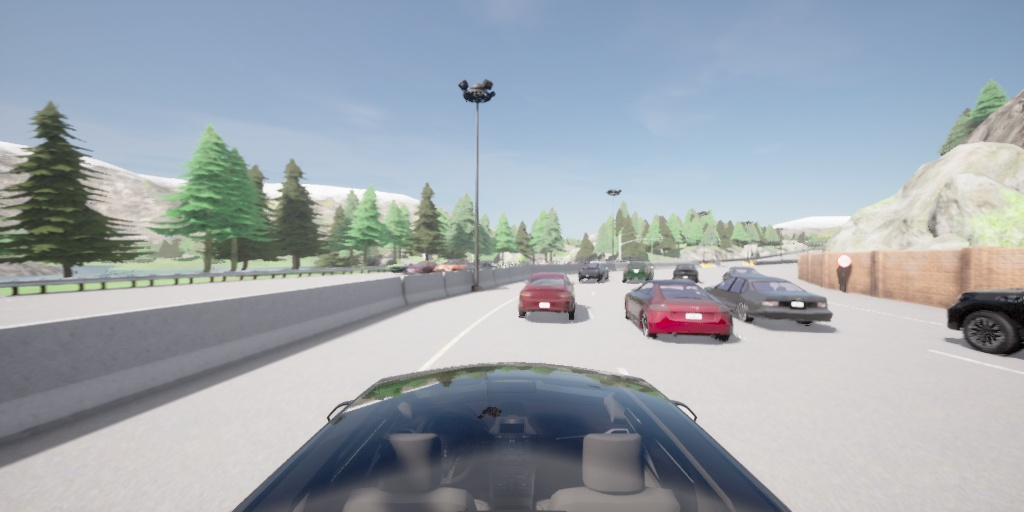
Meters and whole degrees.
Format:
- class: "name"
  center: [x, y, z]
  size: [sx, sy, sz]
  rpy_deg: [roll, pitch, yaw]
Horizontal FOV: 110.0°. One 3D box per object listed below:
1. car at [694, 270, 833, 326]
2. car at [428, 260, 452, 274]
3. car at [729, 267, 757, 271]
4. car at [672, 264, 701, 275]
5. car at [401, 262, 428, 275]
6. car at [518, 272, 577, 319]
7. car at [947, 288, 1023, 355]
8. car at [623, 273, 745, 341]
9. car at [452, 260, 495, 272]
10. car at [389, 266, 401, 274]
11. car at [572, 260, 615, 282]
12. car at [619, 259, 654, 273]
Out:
- class: "car"
  center: [8.206, 1.370, 12.182]
  size: [2.033, 1.411, 5.357]
  rpy_deg: [0, 0, 11]
- class: "car"
  center: [-5.898, 1.163, 36.167]
  size: [2.097, 1.767, 4.553]
  rpy_deg: [0, 0, 27]
- class: "car"
  center: [15.617, 1.443, 24.344]
  size: [2.033, 1.411, 5.357]
  rpy_deg: [0, 0, 24]
- class: "car"
  center: [14.405, 1.408, 29.629]
  size: [1.837, 1.490, 4.892]
  rpy_deg: [0, 0, 27]
- class: "car"
  center: [-9.080, 1.323, 37.663]
  size: [1.812, 1.442, 4.674]
  rpy_deg: [0, 0, 26]
- class: "car"
  center: [1.350, 1.313, 12.972]
  size: [1.812, 1.442, 4.674]
  rpy_deg: [0, 0, 9]
- class: "car"
  center: [10.891, 1.044, 5.719]
  size: [2.150, 2.045, 5.566]
  rpy_deg: [0, 0, 4]
- class: "car"
  center: [4.451, 1.361, 10.212]
  size: [1.994, 1.385, 4.181]
  rpy_deg: [0, 0, 8]
- class: "car"
  center: [-3.250, 1.323, 33.628]
  size: [1.837, 1.490, 4.892]
  rpy_deg: [0, 0, 25]
- class: "car"
  center: [-11.568, 1.393, 40.583]
  size: [1.895, 1.301, 4.718]
  rpy_deg: [0, 0, 26]
- class: "car"
  center: [6.963, 1.356, 30.340]
  size: [2.128, 1.511, 4.902]
  rpy_deg: [0, 0, 25]
- class: "car"
  center: [10.537, 1.235, 29.713]
  size: [2.097, 1.767, 4.553]
  rpy_deg: [0, 0, 25]
